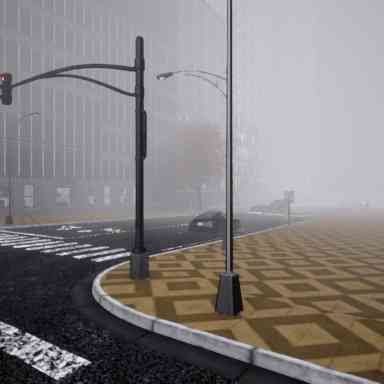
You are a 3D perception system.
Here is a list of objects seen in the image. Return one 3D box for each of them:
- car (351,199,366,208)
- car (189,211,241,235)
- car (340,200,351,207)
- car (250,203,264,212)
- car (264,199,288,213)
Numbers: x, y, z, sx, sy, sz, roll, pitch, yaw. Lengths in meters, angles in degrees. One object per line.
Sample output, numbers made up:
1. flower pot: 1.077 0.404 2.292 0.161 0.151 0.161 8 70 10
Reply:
1. car: 42.288 3.147 84.351 1.882 1.535 5.008 0 -1 33
2. car: 1.579 1.933 21.485 1.994 1.385 4.181 0 -1 33
3. car: 39.560 3.205 86.117 2.033 1.411 5.357 0 -1 33
4. car: 11.061 2.497 54.048 1.994 1.385 4.181 0 -1 33
5. car: 13.776 2.158 52.262 2.150 2.045 5.566 0 -1 33
